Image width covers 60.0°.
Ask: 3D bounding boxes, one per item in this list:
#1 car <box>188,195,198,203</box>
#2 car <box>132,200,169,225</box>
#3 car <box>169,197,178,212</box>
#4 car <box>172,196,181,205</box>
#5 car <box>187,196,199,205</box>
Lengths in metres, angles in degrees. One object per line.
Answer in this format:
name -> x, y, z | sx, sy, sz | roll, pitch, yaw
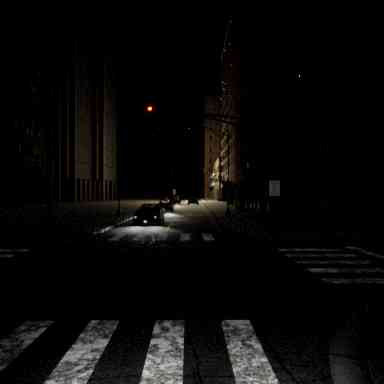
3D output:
car -> 0.208, 1.476, 67.846 | 1.882, 1.535, 5.008 | 0, 0, 0
car -> -3.061, 1.549, 24.439 | 2.033, 1.411, 5.357 | 0, 0, 0
car -> -3.035, 1.602, 38.049 | 1.895, 1.301, 4.718 | 0, 0, 1
car -> -2.916, 1.492, 58.120 | 2.128, 1.511, 4.902 | 0, 0, 0
car -> 0.196, 1.525, 57.937 | 1.812, 1.442, 4.674 | 0, 0, 0
